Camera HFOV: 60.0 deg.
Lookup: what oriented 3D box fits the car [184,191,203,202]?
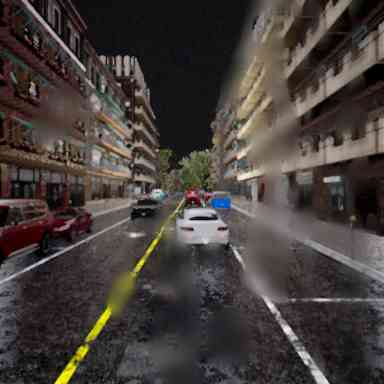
[{"bbox_3d":[0.102,0.932,39.624,1.812,1.442,4.674,0,1,0],"label":"car"}]

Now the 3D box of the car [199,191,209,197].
[{"bbox_3d":[2.671,0.412,76.308,2.008,1.369,4.403,1,1,0],"label":"car"}]

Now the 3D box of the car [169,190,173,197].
[{"bbox_3d":[-5.677,0.494,70.778,2.008,1.369,4.403,1,1,0],"label":"car"}]

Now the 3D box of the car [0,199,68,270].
[{"bbox_3d":[-5.676,1.171,9.498,2.192,1.841,5.009,1,1,0],"label":"car"}]

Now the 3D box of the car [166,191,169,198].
[{"bbox_3d":[-5.677,0.660,59.635,2.008,1.369,4.403,1,1,0],"label":"car"}]

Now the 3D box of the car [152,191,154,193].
[{"bbox_3d":[-5.678,0.969,37.184,1.752,1.417,4.829,1,1,0],"label":"car"}]

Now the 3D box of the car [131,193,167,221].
[{"bbox_3d":[-3.099,1.120,23.828,1.882,1.535,5.008,0,1,0],"label":"car"}]

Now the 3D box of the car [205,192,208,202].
[{"bbox_3d":[2.710,0.964,37.484,1.752,1.417,4.829,1,1,0],"label":"car"}]

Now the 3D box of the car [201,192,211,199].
[{"bbox_3d":[2.670,0.609,65.168,1.802,1.307,4.206,1,1,0],"label":"car"}]

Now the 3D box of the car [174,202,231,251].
[{"bbox_3d":[0.308,1.328,13.077,1.812,1.442,4.674,0,1,-4],"label":"car"}]

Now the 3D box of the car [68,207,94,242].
[{"bbox_3d":[-5.679,1.355,15.073,1.802,1.307,4.206,1,1,0],"label":"car"}]

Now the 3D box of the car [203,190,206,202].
[{"bbox_3d":[2.682,0.820,48.455,1.887,1.381,4.507,1,1,0],"label":"car"}]

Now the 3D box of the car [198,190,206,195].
[{"bbox_3d":[2.842,0.164,93.020,2.008,1.369,4.403,1,1,0],"label":"car"}]

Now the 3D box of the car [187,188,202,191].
[{"bbox_3d":[0.103,0.351,58.215,2.150,2.045,5.566,0,1,0],"label":"car"}]

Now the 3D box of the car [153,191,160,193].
[{"bbox_3d":[-5.678,0.924,42.925,1.947,1.339,4.313,1,1,0],"label":"car"}]

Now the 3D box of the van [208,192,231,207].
[{"bbox_3d":[2.708,0.865,31.740,1.690,1.788,3.998,1,1,0],"label":"van"}]

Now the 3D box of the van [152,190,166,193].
[{"bbox_3d":[-5.675,0.533,54.063,1.690,1.788,3.998,1,1,0],"label":"van"}]
